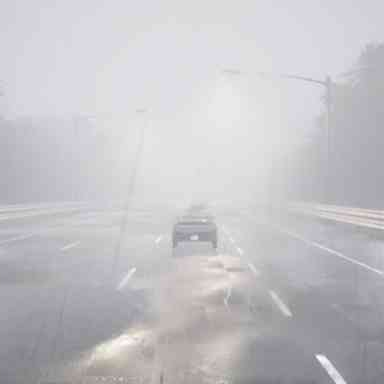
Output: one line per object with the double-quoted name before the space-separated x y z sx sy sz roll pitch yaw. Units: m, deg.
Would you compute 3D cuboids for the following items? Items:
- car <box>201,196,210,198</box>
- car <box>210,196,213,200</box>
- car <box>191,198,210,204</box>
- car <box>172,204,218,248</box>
"car" 1.448 1.640 52.098 1.812 1.442 4.674 0 0 3
"car" 3.389 1.765 81.362 2.128 1.511 4.902 0 0 4
"car" 0.637 1.593 34.034 1.812 1.442 4.674 0 0 2
"car" 0.140 1.520 14.961 2.128 1.511 4.902 0 0 1
